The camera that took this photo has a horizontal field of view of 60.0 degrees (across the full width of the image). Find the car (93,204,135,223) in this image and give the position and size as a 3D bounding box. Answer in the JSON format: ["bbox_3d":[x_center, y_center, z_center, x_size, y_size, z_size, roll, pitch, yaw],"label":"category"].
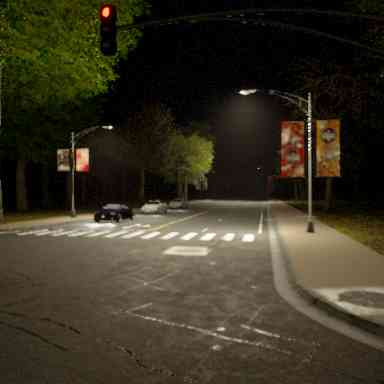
[{"bbox_3d":[-6.201,1.660,26.767,1.994,1.385,4.181,0,0,13],"label":"car"}]

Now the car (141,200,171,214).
[{"bbox_3d":[-4.077,1.633,36.601,1.812,1.442,4.674,0,0,13],"label":"car"}]

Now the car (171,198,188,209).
[{"bbox_3d":[-1.907,1.645,46.589,1.812,1.442,4.674,0,0,13],"label":"car"}]
